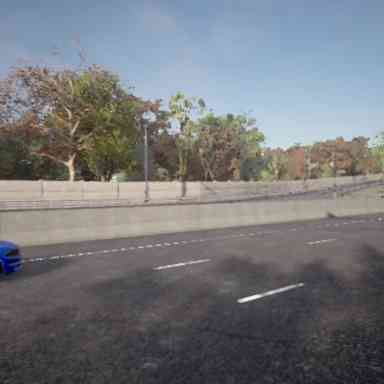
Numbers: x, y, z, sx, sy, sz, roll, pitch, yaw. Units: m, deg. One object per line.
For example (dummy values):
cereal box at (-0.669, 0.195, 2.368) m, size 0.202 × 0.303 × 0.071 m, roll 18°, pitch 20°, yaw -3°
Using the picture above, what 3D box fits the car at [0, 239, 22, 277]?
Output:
car at (-6.683, 1.490, 7.575) m, size 5.008 × 1.535 × 1.882 m, roll -1°, pitch 0°, yaw -36°

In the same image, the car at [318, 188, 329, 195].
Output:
car at (32.226, -0.082, 81.312) m, size 1.837 × 1.490 × 4.892 m, roll 0°, pitch 2°, yaw 32°
